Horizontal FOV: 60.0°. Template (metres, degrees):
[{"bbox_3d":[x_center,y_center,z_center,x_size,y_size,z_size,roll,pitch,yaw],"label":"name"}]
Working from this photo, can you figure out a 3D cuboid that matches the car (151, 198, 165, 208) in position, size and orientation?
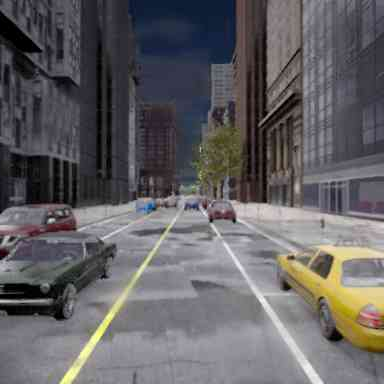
[{"bbox_3d":[-5.717,1.840,56.968,1.967,1.590,4.097,0,0,0],"label":"car"}]

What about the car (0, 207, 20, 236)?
[{"bbox_3d":[-5.672,1.358,6.221,2.192,1.841,5.009,0,0,0],"label":"car"}]

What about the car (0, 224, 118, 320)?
[{"bbox_3d":[-3.107,1.653,7.539,1.895,1.301,4.718,0,0,0],"label":"car"}]

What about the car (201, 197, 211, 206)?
[{"bbox_3d":[2.798,1.938,68.241,1.967,1.590,4.097,0,0,0],"label":"car"}]

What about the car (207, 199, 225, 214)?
[{"bbox_3d":[2.824,1.704,40.044,1.967,1.590,4.097,0,0,0],"label":"car"}]

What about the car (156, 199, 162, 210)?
[{"bbox_3d":[-5.707,1.872,45.689,1.947,1.339,4.313,0,0,0],"label":"car"}]

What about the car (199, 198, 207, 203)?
[{"bbox_3d":[2.782,2.230,85.158,1.802,1.307,4.206,0,-1,0],"label":"car"}]

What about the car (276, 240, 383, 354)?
[{"bbox_3d":[2.854,1.570,6.376,1.752,1.417,4.829,0,0,0],"label":"car"}]

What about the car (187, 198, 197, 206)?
[{"bbox_3d":[-0.057,1.948,65.155,1.882,1.535,5.008,0,0,0],"label":"car"}]

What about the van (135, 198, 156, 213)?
[{"bbox_3d":[-5.701,1.604,40.052,1.690,1.788,3.998,0,0,0],"label":"van"}]

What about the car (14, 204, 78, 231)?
[{"bbox_3d":[-5.677,1.395,11.861,2.192,1.841,5.009,0,0,0],"label":"car"}]

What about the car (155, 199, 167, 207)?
[{"bbox_3d":[-5.722,1.993,62.606,1.887,1.381,4.507,0,0,0],"label":"car"}]

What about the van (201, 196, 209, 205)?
[{"bbox_3d":[2.793,1.887,73.881,1.690,1.788,3.998,0,0,0],"label":"van"}]

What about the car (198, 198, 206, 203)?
[{"bbox_3d":[2.777,2.272,90.796,1.947,1.339,4.313,0,-1,0],"label":"car"}]

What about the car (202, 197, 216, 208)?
[{"bbox_3d":[2.808,1.716,56.963,2.192,1.841,5.009,0,0,0],"label":"car"}]

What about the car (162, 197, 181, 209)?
[{"bbox_3d":[-3.117,1.853,50.792,1.837,1.490,4.892,0,0,0],"label":"car"}]

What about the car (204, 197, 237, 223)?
[{"bbox_3d":[2.363,1.528,27.317,2.097,1.767,4.553,0,0,0],"label":"car"}]

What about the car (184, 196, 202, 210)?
[{"bbox_3d":[-0.021,1.678,48.019,2.097,1.767,4.553,0,0,0],"label":"car"}]

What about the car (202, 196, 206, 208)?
[{"bbox_3d":[2.813,1.668,51.324,2.192,1.841,5.009,0,0,0],"label":"car"}]
